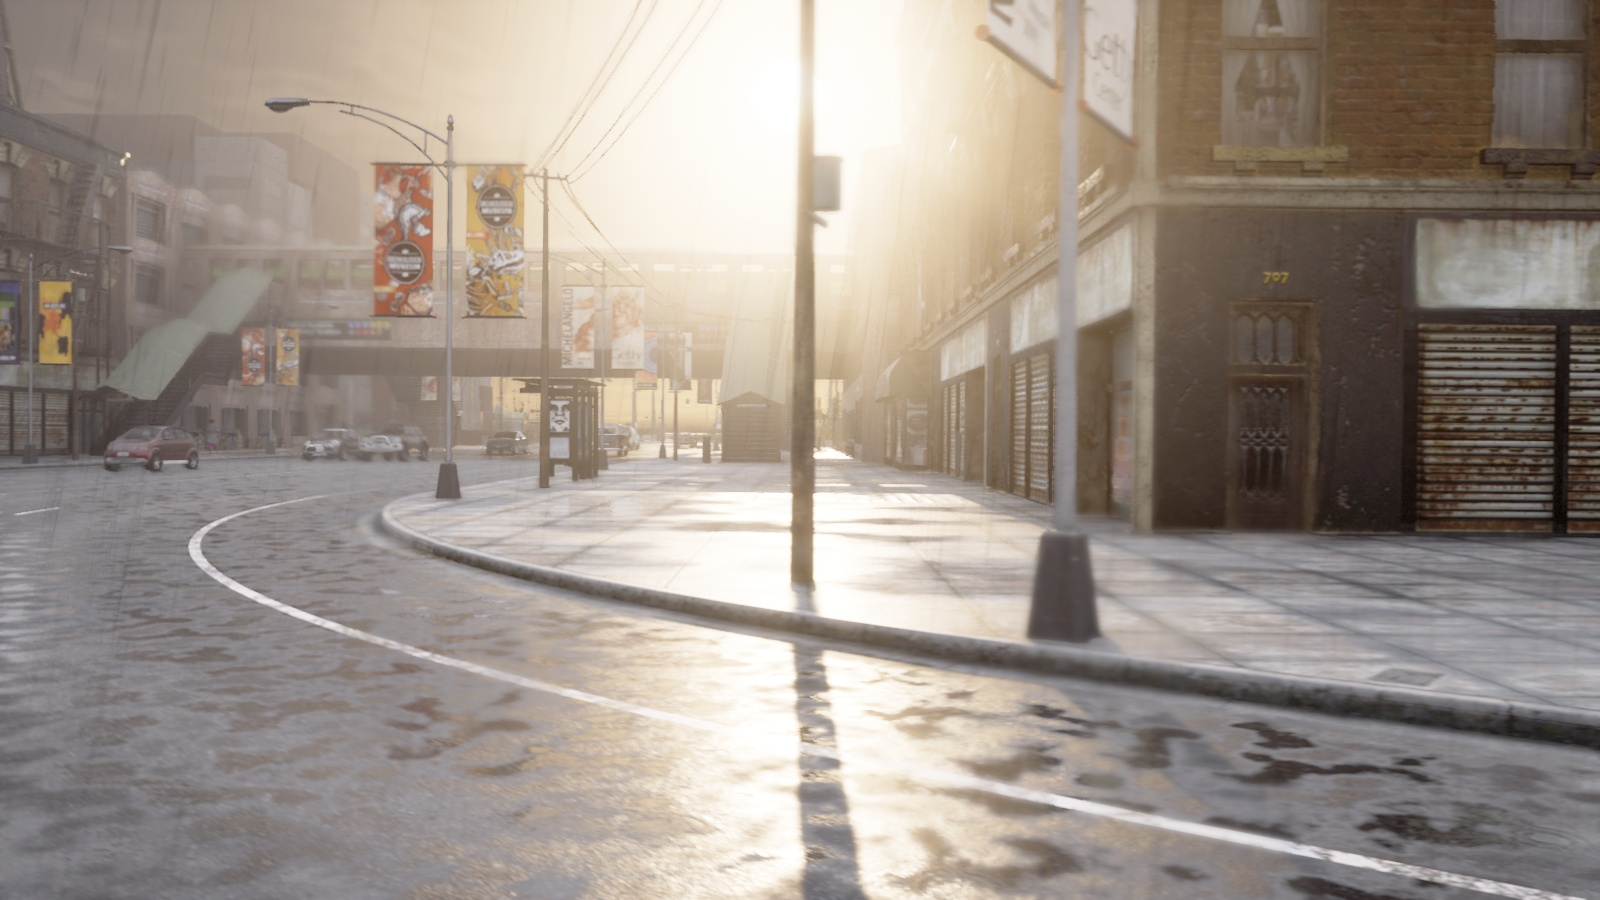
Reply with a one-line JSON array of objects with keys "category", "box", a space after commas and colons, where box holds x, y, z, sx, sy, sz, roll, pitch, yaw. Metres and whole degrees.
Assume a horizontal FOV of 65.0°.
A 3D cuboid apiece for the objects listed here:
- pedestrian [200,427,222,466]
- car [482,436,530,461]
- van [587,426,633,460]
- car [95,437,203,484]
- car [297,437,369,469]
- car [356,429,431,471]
[{"category": "pedestrian", "box": [-29.755, -0.173, 63.468, 0.659, 1.952, 0.873, 0, 1, 4]}, {"category": "car", "box": [-18.659, -0.130, 79.959, 1.837, 1.490, 4.892, 0, 1, 1]}, {"category": "van", "box": [-11.699, -0.441, 77.643, 2.069, 2.038, 4.480, 0, 1, 1]}, {"category": "car", "box": [-22.538, 0.342, 43.626, 1.789, 1.549, 3.705, 0, 1, 1]}, {"category": "car", "box": [-22.377, 0.114, 60.296, 1.970, 1.475, 3.806, 0, 1, 1]}, {"category": "car", "box": [-18.894, -0.043, 58.606, 1.932, 1.855, 4.605, 0, 1, 1]}]
